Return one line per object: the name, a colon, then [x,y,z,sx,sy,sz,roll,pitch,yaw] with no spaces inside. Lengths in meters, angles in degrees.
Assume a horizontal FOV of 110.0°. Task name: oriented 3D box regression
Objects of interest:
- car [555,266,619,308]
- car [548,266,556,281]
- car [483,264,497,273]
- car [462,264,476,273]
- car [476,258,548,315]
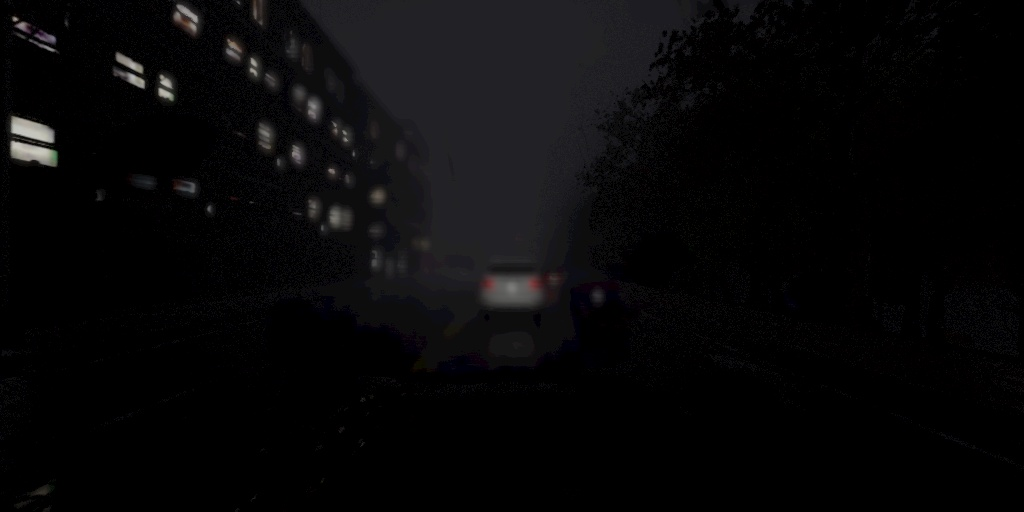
car: [3.285,1.381,16.070,1.882,1.535,5.008,0,0,1]
car: [3.284,1.566,30.351,1.837,1.490,4.892,0,0,0]
car: [-3.321,1.934,55.140,1.895,1.301,4.718,0,-1,0]
car: [-6.564,1.903,55.617,1.994,1.385,4.181,0,-1,0]
car: [0.018,1.111,14.399,2.150,2.045,5.566,0,0,0]
